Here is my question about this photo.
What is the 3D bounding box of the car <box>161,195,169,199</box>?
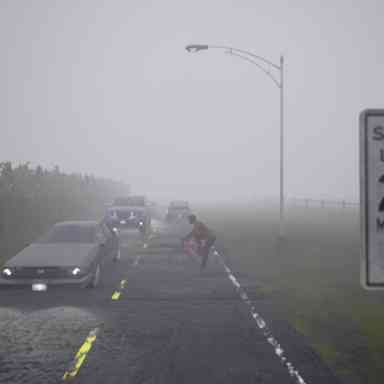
[{"bbox_3d":[-5.836,1.474,69.425,1.837,1.490,4.892,0,0,-3],"label":"car"}]

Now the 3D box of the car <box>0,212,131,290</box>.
[{"bbox_3d":[-3.219,1.544,9.410,2.033,1.411,5.357,0,0,-3],"label":"car"}]

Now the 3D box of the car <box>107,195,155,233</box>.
[{"bbox_3d":[-3.689,1.215,19.951,2.150,2.045,5.566,0,0,-2],"label":"car"}]

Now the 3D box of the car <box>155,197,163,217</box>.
[{"bbox_3d":[-4.153,1.481,30.865,2.128,1.511,4.902,0,0,-2],"label":"car"}]

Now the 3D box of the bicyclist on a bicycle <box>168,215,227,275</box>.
[{"bbox_3d":[0.161,1.447,9.151,1.656,1.620,0.582,0,0,-3],"label":"bicyclist on a bicycle"}]

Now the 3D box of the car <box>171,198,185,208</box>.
[{"bbox_3d":[-2.022,1.583,48.251,1.895,1.301,4.718,0,0,-3],"label":"car"}]

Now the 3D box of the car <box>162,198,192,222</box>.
[{"bbox_3d":[-1.012,1.482,25.935,2.128,1.511,4.902,0,0,-3],"label":"car"}]
